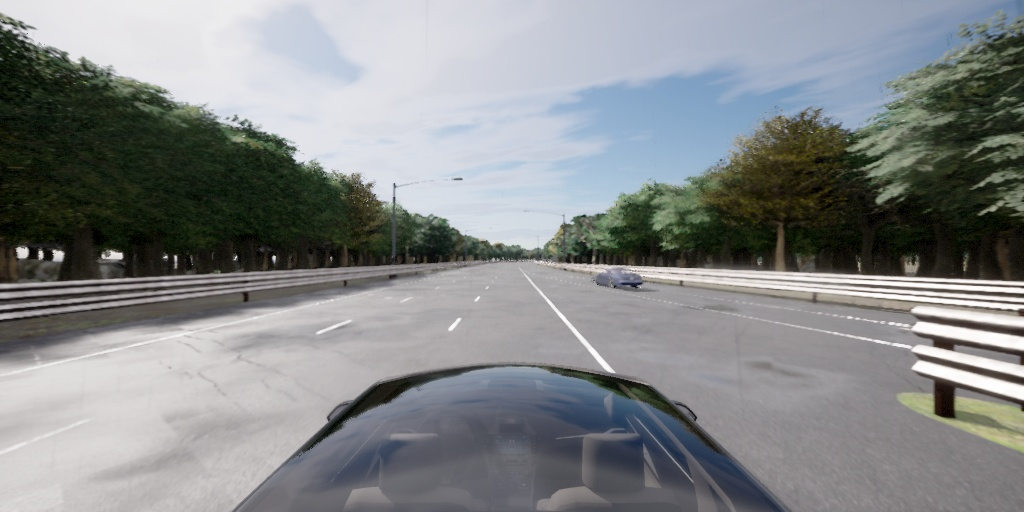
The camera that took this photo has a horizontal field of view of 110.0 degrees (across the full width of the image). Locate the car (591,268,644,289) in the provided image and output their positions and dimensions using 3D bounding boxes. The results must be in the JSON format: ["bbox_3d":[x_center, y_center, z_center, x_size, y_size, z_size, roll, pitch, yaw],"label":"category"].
[{"bbox_3d":[7.655,1.606,26.568,2.033,1.411,5.357,0,-1,-9],"label":"car"}]
